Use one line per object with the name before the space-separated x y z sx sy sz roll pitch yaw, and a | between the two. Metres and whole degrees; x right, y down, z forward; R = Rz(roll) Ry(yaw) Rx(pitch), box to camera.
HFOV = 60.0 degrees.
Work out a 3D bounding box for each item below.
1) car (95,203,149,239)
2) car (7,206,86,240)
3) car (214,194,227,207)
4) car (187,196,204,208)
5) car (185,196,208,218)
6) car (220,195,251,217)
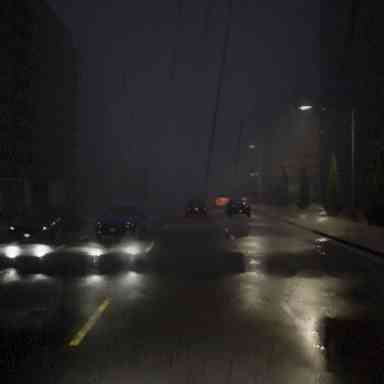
car | -3.371 1.360 16.769 1.882 1.535 5.008 0 0 1
car | -6.940 1.428 16.681 2.033 1.411 5.357 0 0 1
car | 4.008 1.047 44.378 2.097 1.767 4.553 0 0 1
car | 0.494 1.247 43.454 2.033 1.411 5.357 0 0 1
car | 0.374 1.352 28.230 2.033 1.411 5.357 0 0 1
car | 3.880 1.295 28.770 2.128 1.511 4.902 0 0 1
